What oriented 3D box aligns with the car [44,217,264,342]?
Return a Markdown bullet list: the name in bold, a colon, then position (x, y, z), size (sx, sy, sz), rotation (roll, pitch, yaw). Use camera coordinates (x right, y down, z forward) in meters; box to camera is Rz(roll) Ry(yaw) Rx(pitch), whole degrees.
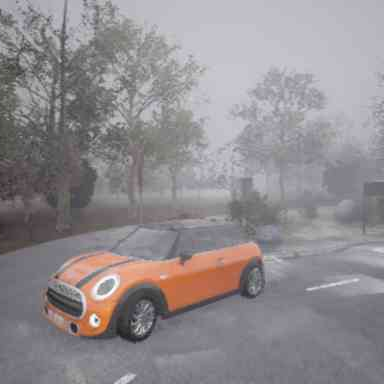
- **car**: position (-0.500, 1.412, 6.791), size (4.553, 1.767, 2.097), rotation (1, 0, -45)
